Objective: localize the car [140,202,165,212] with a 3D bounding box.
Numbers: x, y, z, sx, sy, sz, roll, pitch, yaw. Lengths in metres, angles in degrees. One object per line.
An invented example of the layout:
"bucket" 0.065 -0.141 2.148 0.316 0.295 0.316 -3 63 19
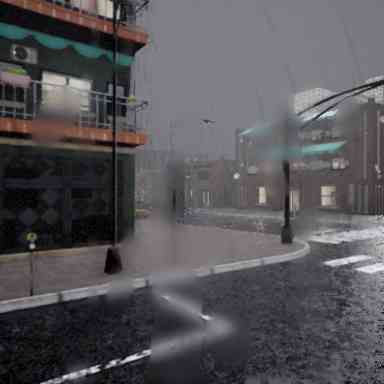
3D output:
"car" -5.776 2.126 48.495 1.802 1.307 4.206 -1 0 -36

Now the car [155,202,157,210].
"car" -6.513 1.790 39.593 2.097 1.767 4.553 0 -1 -35

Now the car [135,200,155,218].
"car" -5.978 1.896 34.227 1.752 1.417 4.829 -1 0 -36

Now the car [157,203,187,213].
"car" -2.463 1.916 43.889 1.967 1.590 4.097 -1 0 -36
